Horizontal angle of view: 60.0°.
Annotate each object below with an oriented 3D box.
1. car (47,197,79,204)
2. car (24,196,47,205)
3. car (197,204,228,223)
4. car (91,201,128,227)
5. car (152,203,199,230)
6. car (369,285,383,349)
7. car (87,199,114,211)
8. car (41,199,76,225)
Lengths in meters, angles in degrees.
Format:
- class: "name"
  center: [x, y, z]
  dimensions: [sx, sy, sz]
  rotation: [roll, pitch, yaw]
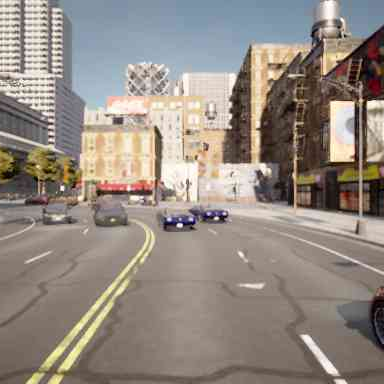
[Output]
- class: "car"
  center: [-20.453, 1.511, 53.451]
  dimensions: [4.718, 1.301, 1.895]
  rotation: [0, 0, 30]
- class: "car"
  center: [-25.757, 1.432, 55.622]
  dimensions: [4.674, 1.452, 2.002]
  rotation: [0, 0, 20]
- class: "car"
  center: [1.013, 1.560, 25.570]
  dimensions: [1.895, 1.301, 4.718]
  rotation: [0, 0, -19]
- class: "car"
  center: [-5.497, 1.528, 22.375]
  dimensions: [1.994, 1.385, 4.181]
  rotation: [0, 0, -19]
- class: "car"
  center: [-1.161, 1.568, 20.751]
  dimensions: [1.895, 1.301, 4.718]
  rotation: [0, 0, -13]
- class: "car"
  center: [3.601, 1.521, 3.129]
  dimensions: [1.812, 1.442, 4.674]
  rotation: [0, 0, 0]
- class: "car"
  center: [-9.836, 1.488, 37.392]
  dimensions: [2.033, 1.411, 5.357]
  rotation: [0, 0, -42]
- class: "car"
  center: [-9.660, 1.488, 23.795]
  dimensions: [1.812, 1.442, 4.674]
  rotation: [0, 0, -24]
